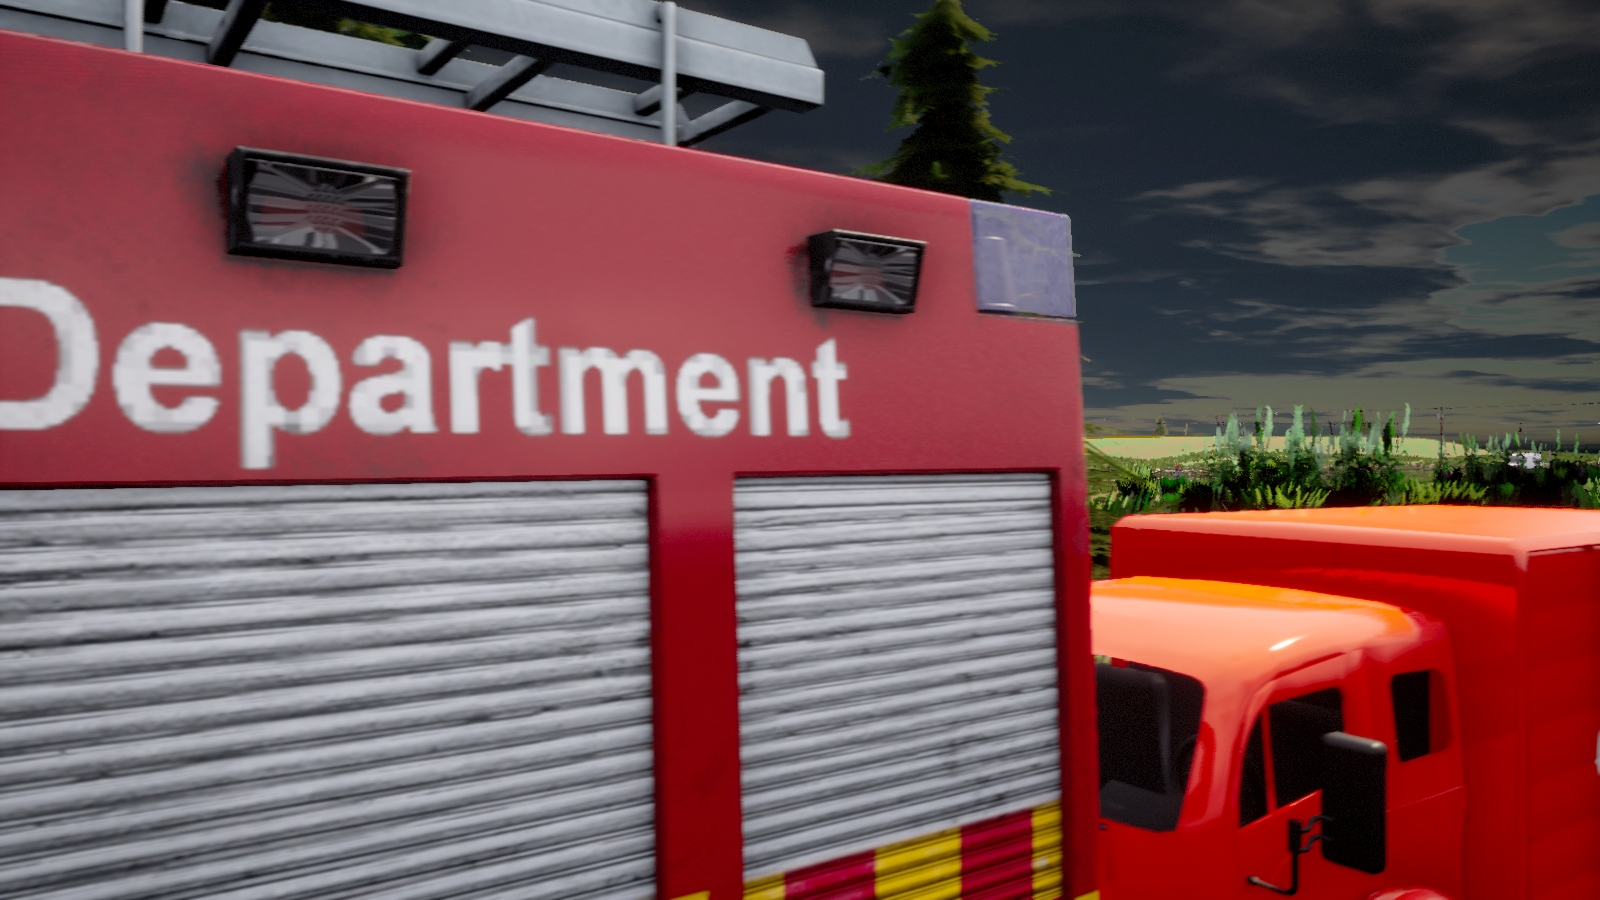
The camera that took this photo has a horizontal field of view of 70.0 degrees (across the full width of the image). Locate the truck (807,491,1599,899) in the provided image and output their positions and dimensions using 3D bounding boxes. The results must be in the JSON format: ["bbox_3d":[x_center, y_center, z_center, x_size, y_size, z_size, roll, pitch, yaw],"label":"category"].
[{"bbox_3d":[2.921,1.535,5.843,5.204,2.467,2.627,0,0,-34],"label":"truck"}]

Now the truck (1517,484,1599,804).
[{"bbox_3d":[8.830,1.535,9.842,5.204,2.467,2.627,0,0,-34],"label":"truck"}]
